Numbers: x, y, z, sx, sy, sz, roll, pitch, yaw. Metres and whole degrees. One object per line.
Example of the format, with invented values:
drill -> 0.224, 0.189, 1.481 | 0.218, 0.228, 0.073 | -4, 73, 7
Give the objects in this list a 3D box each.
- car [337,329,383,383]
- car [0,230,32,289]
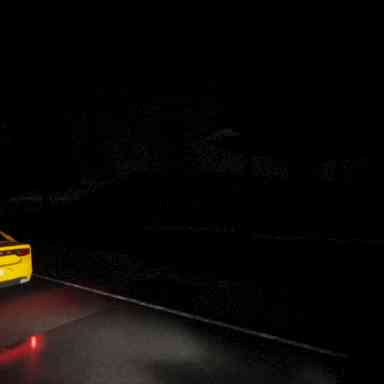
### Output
car -> 3.370, 1.489, 1.629 | 4.902, 1.511, 2.128 | 0, 0, 35
car -> -5.888, 1.468, 8.038 | 5.008, 1.535, 1.882 | 0, 0, 35
